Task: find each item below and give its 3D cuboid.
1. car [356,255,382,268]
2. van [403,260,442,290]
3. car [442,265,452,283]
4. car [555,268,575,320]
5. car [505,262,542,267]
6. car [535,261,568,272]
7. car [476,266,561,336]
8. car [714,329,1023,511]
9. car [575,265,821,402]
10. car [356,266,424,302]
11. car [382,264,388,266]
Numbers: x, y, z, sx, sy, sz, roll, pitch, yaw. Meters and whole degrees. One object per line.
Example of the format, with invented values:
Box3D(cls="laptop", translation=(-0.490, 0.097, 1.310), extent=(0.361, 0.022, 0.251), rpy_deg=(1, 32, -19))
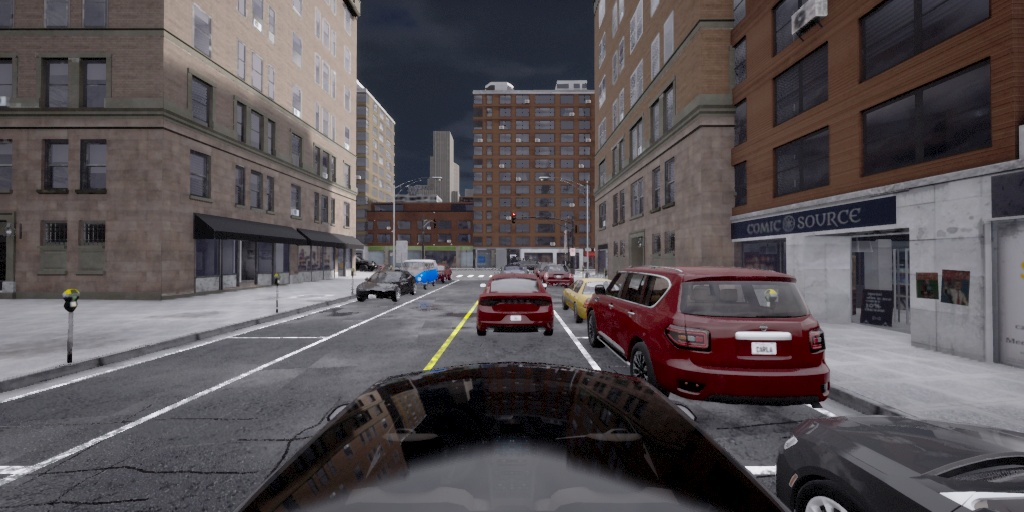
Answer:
Box3D(cls="car", translation=(-18.352, 0.842, 41.071), extent=(5.566, 2.045, 2.150), rpy_deg=(0, -1, 0))
Box3D(cls="van", translation=(-5.835, 1.114, 22.661), extent=(1.690, 1.789, 3.998), rpy_deg=(0, 0, 0))
Box3D(cls="car", translation=(-5.829, 1.326, 28.143), extent=(1.888, 1.381, 4.507), rpy_deg=(0, 0, 0))
Box3D(cls="car", translation=(2.679, 1.284, 11.855), extent=(1.751, 1.417, 4.829), rpy_deg=(0, 0, 0))
Box3D(cls="car", translation=(0.115, 1.259, 18.017), extent=(2.128, 1.511, 4.902), rpy_deg=(0, 0, 0))
Box3D(cls="car", translation=(2.690, 1.213, 22.650), extent=(1.967, 1.591, 4.097), rpy_deg=(0, 0, 0))
Box3D(cls="car", translation=(0.056, 1.235, 10.478), extent=(1.882, 1.535, 5.008), rpy_deg=(0, 0, -1))
Box3D(cls="car", translation=(2.668, 1.300, 0.721), extent=(2.007, 1.370, 4.403), rpy_deg=(0, 0, 0))
Box3D(cls="car", translation=(2.674, 1.068, 6.202), extent=(2.192, 1.841, 5.009), rpy_deg=(0, 0, 0))
Box3D(cls="car", translation=(-5.841, 1.331, 17.178), extent=(1.948, 1.339, 4.313), rpy_deg=(0, 0, 0))
Box3D(cls="car", translation=(-17.438, 1.225, 44.309), extent=(4.181, 1.385, 1.994), rpy_deg=(1, -1, 0))
